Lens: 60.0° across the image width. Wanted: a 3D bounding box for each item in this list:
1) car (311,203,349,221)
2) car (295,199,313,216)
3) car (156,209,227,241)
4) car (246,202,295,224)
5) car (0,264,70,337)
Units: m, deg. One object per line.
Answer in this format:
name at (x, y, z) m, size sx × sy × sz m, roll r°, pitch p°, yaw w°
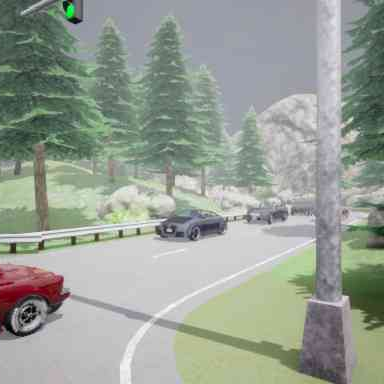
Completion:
car at (11.535, 1.640, 27.169) m, size 1.895 × 1.301 × 4.718 m, roll 0°, pitch 0°, yaw 35°
car at (11.314, 1.520, 33.658) m, size 1.837 × 1.490 × 4.892 m, roll 0°, pitch 0°, yaw 28°
car at (0.090, 1.579, 16.910) m, size 1.994 × 1.385 × 4.181 m, roll 0°, pitch 0°, yaw 35°
car at (5.733, 1.507, 25.100) m, size 2.128 × 1.511 × 4.902 m, roll 0°, pitch 0°, yaw 35°
car at (-4.129, 1.623, 4.431) m, size 1.895 × 1.301 × 4.718 m, roll 0°, pitch 0°, yaw 35°
